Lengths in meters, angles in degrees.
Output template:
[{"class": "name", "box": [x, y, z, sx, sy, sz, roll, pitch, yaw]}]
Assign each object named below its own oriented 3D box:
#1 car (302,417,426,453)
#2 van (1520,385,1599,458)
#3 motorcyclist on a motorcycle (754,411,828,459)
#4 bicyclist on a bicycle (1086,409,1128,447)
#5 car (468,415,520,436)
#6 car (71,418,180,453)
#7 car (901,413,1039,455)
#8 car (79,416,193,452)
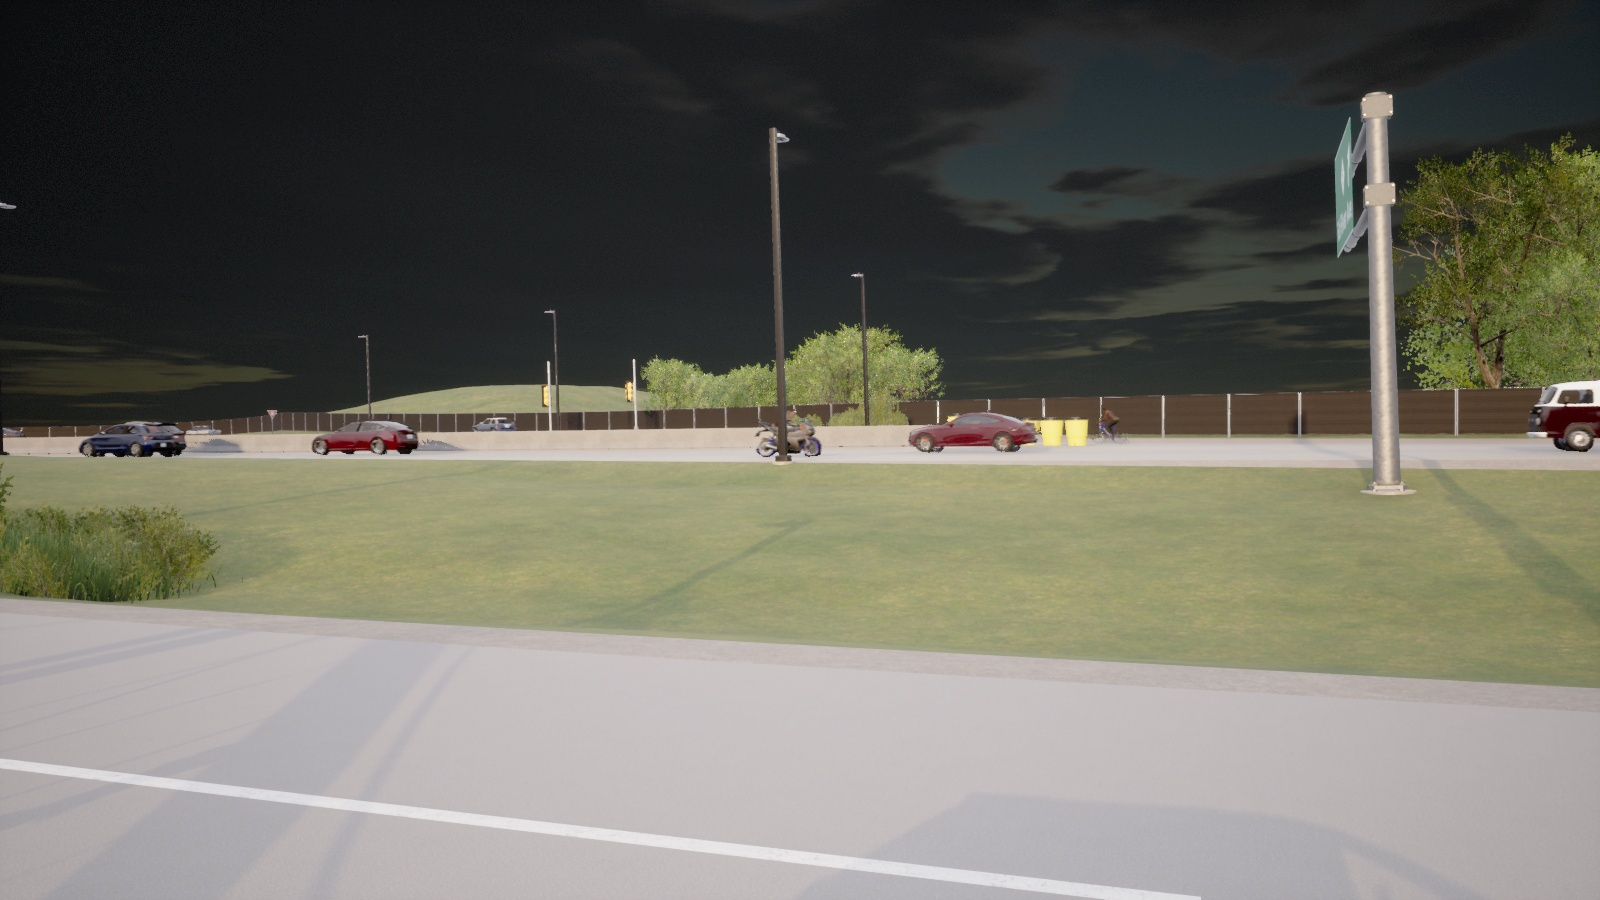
[{"class": "car", "box": [-18.967, -0.655, 54.631, 4.792, 1.488, 2.163, 0, 1, 20]}, {"class": "van", "box": [23.151, -0.801, 35.590, 4.480, 2.038, 2.069, 0, 1, 20]}, {"class": "motorcyclist on a motorcycle", "box": [-0.287, -0.481, 40.392, 2.191, 1.530, 0.866, 0, 1, 20]}, {"class": "bicyclist on a bicycle", "box": [13.370, -0.943, 54.698, 1.656, 1.620, 0.582, 1, 1, 41]}, {"class": "car", "box": [-22.131, -1.774, 90.762, 1.970, 1.475, 3.806, -2, 2, -43]}, {"class": "car", "box": [-29.366, -0.615, 54.688, 4.193, 1.474, 1.816, 0, 1, 20]}, {"class": "car", "box": [6.154, -0.579, 45.498, 4.674, 1.442, 1.812, 0, 1, 20]}, {"class": "car", "box": [-31.237, -0.756, 59.090, 4.856, 1.649, 2.033, 0, 1, 20]}]
